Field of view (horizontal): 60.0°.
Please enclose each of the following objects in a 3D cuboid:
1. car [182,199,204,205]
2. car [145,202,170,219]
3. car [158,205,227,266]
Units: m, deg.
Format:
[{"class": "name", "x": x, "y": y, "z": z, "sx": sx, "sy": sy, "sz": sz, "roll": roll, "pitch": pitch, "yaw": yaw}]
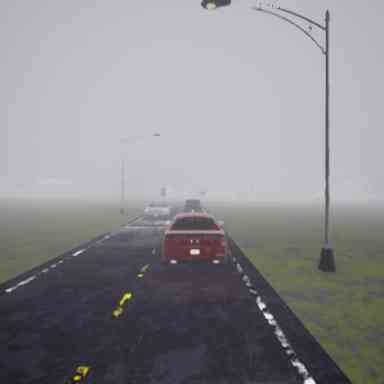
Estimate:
[{"class": "car", "x": 0.094, "y": 1.421, "z": 32.030, "sx": 1.837, "sy": 1.490, "sz": 4.892, "roll": 0, "pitch": 0, "yaw": 0}, {"class": "car", "x": -2.855, "y": 1.525, "z": 28.339, "sx": 1.895, "sy": 1.301, "sz": 4.718, "roll": 0, "pitch": 0, "yaw": 0}, {"class": "car", "x": 0.087, "y": 1.443, "z": 11.448, "sx": 1.882, "sy": 1.535, "sz": 5.008, "roll": 0, "pitch": 1, "yaw": 0}]
